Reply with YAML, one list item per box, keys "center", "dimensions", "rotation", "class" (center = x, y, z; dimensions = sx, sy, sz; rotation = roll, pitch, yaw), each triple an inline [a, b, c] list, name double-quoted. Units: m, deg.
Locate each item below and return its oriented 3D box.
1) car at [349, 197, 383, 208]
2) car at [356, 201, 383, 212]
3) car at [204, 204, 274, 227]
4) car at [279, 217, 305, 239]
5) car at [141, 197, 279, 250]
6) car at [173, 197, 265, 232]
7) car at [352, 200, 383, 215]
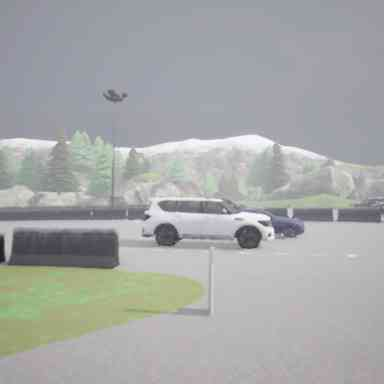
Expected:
- center: [21.676, 1.659, 39.499]
  dimensions: [5.566, 2.045, 2.150]
  rotation: [0, -1, 9]
  class: "car"
- center: [25.730, 2.078, 46.847]
  dimensions: [4.674, 1.442, 1.812]
  rotation: [0, -1, 32]
  class: "car"
- center: [3.409, 1.681, 24.420]
  dimensions: [4.892, 1.490, 1.837]
  rotation: [0, -1, 9]
  class: "car"
- center: [3.418, 1.604, 17.336]
  dimensions: [4.674, 1.442, 1.812]
  rotation: [0, -1, 9]
  class: "car"
- center: [0.631, 1.243, 14.231]
  dimensions: [5.566, 2.045, 2.150]
  rotation: [0, -1, 9]
  class: "car"
- center: [1.728, 1.344, 21.144]
  dimensions: [5.566, 2.045, 2.150]
  rotation: [0, -1, 9]
  class: "car"
- center: [20.556, 1.894, 36.138]
  dimensions: [4.892, 1.490, 1.837]
  rotation: [1, -1, 9]
  class: "car"
